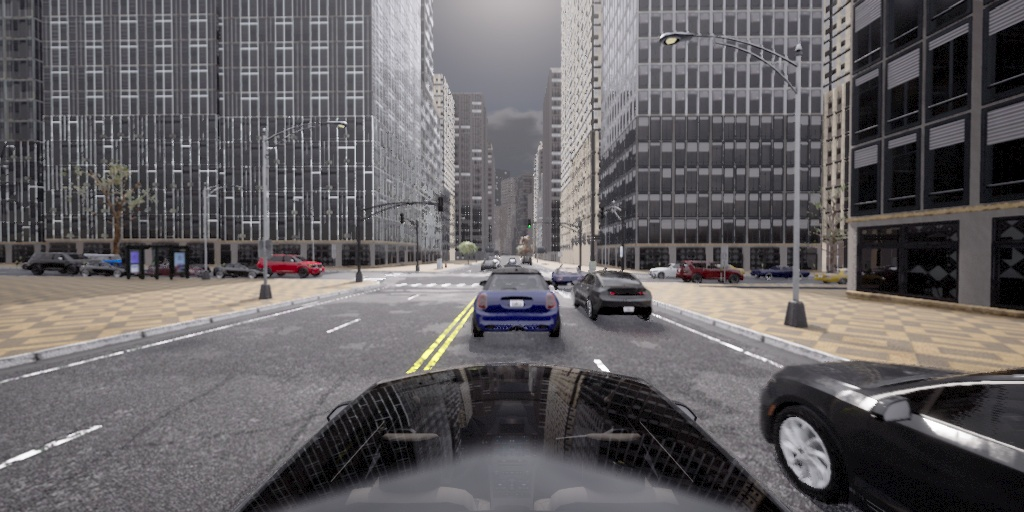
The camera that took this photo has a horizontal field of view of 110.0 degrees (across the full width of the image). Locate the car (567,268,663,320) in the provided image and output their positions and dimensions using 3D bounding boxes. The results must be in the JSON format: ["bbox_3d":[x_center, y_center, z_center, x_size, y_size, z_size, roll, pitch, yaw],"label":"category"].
[{"bbox_3d":[3.360,1.279,12.744,1.837,1.490,4.892,0,0,0],"label":"car"}]

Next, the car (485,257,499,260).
[{"bbox_3d":[-3.293,1.319,50.554,1.882,1.535,5.008,0,0,0],"label":"car"}]

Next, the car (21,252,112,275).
[{"bbox_3d":[-41.346,0.697,33.311,5.566,2.045,2.150,1,1,2],"label":"car"}]

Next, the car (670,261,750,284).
[{"bbox_3d":[16.222,1.341,29.627,5.009,1.841,2.192,0,0,1],"label":"car"}]

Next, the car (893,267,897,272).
[{"bbox_3d":[33.140,1.756,29.319,4.207,1.307,1.802,0,0,1],"label":"car"}]

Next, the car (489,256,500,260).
[{"bbox_3d":[-3.268,1.077,60.504,2.150,2.045,5.566,0,0,0],"label":"car"}]

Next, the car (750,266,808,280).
[{"bbox_3d":[26.195,1.636,35.226,4.718,1.301,1.895,1,1,1],"label":"car"}]

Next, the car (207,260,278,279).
[{"bbox_3d":[-22.702,1.247,30.196,4.313,1.339,1.948,0,0,1],"label":"car"}]

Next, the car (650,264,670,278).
[{"bbox_3d":[15.928,1.471,35.410,4.674,1.442,1.812,0,1,-1],"label":"car"}]

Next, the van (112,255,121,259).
[{"bbox_3d":[-45.249,0.701,39.188,3.998,1.789,1.690,0,0,1],"label":"van"}]

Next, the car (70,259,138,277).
[{"bbox_3d":[-34.067,1.143,30.515,4.313,1.339,1.948,0,0,1],"label":"car"}]

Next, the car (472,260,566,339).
[{"bbox_3d":[0.109,1.119,10.341,2.097,1.767,4.553,0,0,0],"label":"car"}]

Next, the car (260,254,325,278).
[{"bbox_3d":[-20.250,0.888,32.849,5.566,2.045,2.150,0,1,1],"label":"car"}]

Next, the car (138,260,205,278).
[{"bbox_3d":[-28.386,1.212,30.336,4.207,1.307,1.802,0,0,1],"label":"car"}]

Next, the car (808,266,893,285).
[{"bbox_3d":[27.670,1.651,29.418,4.829,1.417,1.751,0,0,1],"label":"car"}]

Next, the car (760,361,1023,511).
[{"bbox_3d":[3.346,1.256,1.530,1.837,1.490,4.892,0,0,0],"label":"car"}]
